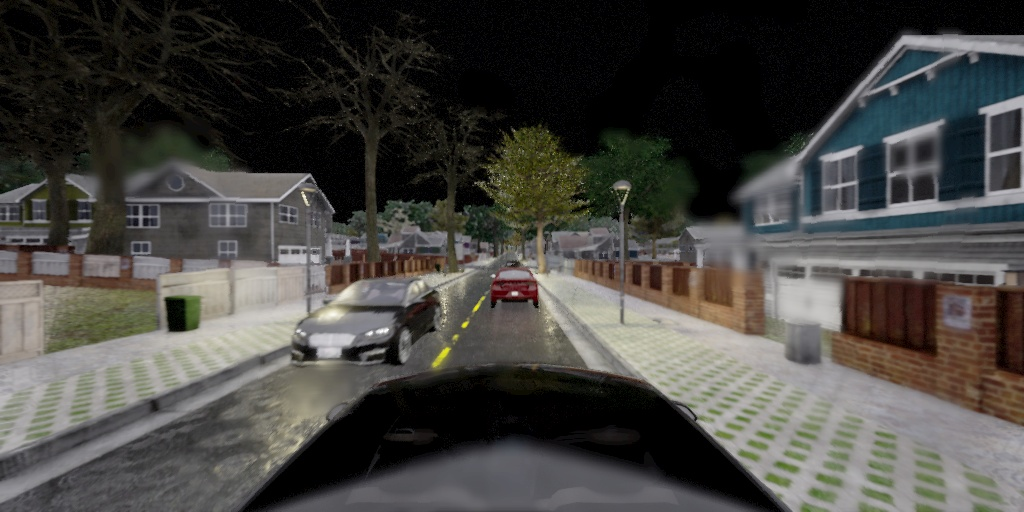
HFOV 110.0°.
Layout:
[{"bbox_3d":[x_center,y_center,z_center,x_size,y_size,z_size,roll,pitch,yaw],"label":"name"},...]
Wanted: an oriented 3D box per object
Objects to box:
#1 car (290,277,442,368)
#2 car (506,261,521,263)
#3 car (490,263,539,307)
[{"bbox_3d":[-2.846,1.247,8.047,2.128,1.511,4.902,0,0,0],"label":"car"},{"bbox_3d":[0.110,1.201,31.625,1.837,1.490,4.892,0,0,0],"label":"car"},{"bbox_3d":[0.105,1.228,15.601,1.882,1.535,5.008,0,0,0],"label":"car"}]
